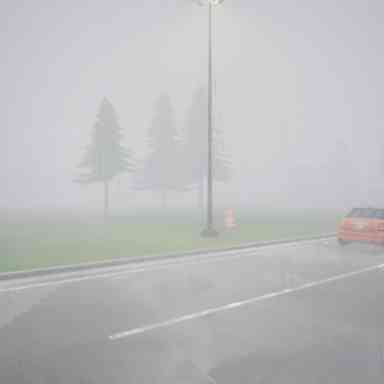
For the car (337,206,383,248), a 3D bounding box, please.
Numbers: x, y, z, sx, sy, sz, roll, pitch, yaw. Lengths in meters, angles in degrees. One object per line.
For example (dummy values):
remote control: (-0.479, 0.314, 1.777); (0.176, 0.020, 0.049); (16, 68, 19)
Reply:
car: (8.186, 1.354, 13.991); (4.553, 1.767, 2.097); (0, 0, -35)
